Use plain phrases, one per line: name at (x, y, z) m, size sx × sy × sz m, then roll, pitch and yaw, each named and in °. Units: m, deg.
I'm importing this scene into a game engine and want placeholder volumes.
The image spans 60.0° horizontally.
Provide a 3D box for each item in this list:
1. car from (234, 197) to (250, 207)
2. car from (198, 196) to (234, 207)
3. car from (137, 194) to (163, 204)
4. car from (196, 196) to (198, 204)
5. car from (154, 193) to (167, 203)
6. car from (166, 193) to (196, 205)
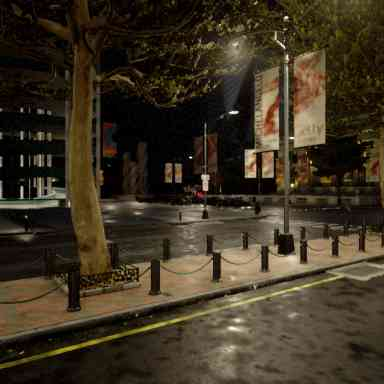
car at (6.582, 1.547, 51.978) m, size 2.033 × 1.411 × 5.357 m, roll 0°, pitch 0°, yaw -35°
car at (3.522, 1.478, 50.230) m, size 1.882 × 1.535 × 5.008 m, roll 0°, pitch 0°, yaw -35°
car at (-8.718, 1.547, 65.853) m, size 5.357 × 1.411 × 2.033 m, roll 0°, pitch 0°, yaw 43°
car at (1.006, 1.526, 59.710) m, size 1.812 × 1.442 × 4.674 m, roll 0°, pitch 0°, yaw -36°
car at (-5.700, 1.221, 68.009) m, size 5.566 × 2.045 × 2.150 m, roll 0°, pitch 0°, yaw 45°
car at (-1.913, 1.352, 57.747) m, size 2.097 × 1.767 × 4.553 m, roll 0°, pitch 0°, yaw -37°
